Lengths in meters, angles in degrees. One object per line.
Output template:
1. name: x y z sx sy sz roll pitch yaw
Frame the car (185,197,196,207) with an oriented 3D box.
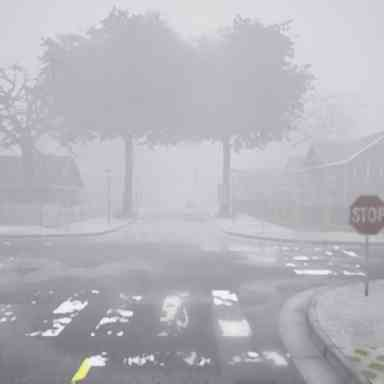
1. car: -0.213 1.983 66.255 2.097 1.767 4.553 0 -1 0

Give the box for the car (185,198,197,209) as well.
1. car: -0.180 2.086 56.234 1.994 1.385 4.181 0 -1 0
